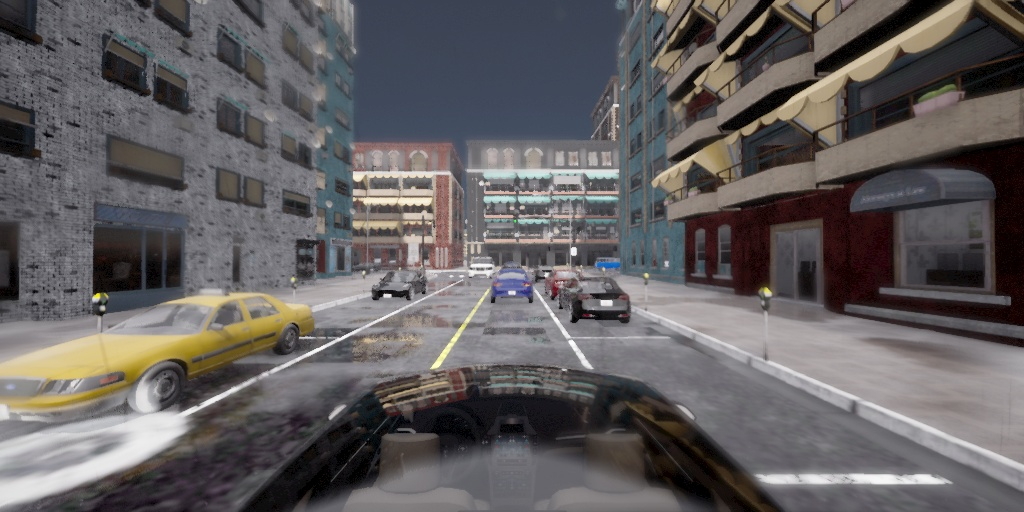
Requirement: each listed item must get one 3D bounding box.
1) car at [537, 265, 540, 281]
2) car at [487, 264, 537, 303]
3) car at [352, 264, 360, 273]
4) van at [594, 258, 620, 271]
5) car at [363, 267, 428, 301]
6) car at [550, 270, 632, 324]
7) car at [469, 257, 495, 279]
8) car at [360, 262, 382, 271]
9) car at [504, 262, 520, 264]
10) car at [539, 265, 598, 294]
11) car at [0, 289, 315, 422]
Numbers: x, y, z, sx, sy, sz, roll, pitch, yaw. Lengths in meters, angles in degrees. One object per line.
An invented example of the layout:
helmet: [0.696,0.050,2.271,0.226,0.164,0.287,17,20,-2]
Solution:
car: [2.566,1.336,28.525,1.948,1.339,4.313,0,0,0]
car: [0.000,1.290,16.501,1.812,1.442,4.674,0,0,0]
car: [-19.654,1.297,39.912,4.097,1.591,1.967,0,0,0]
van: [13.087,1.088,48.096,3.998,1.789,1.690,0,0,0]
car: [-5.282,1.322,17.373,1.948,1.339,4.313,0,0,0]
car: [2.566,1.318,11.833,1.948,1.339,4.313,0,0,0]
car: [-2.750,1.105,33.744,2.150,2.045,5.566,0,0,0]
car: [-19.697,1.507,48.051,4.403,1.370,2.007,0,0,0]
car: [0.000,1.271,31.503,2.128,1.511,4.902,0,0,0]
car: [2.566,1.302,17.398,1.888,1.381,4.507,0,0,0]
car: [-5.295,1.274,6.074,1.751,1.417,4.829,0,0,0]
